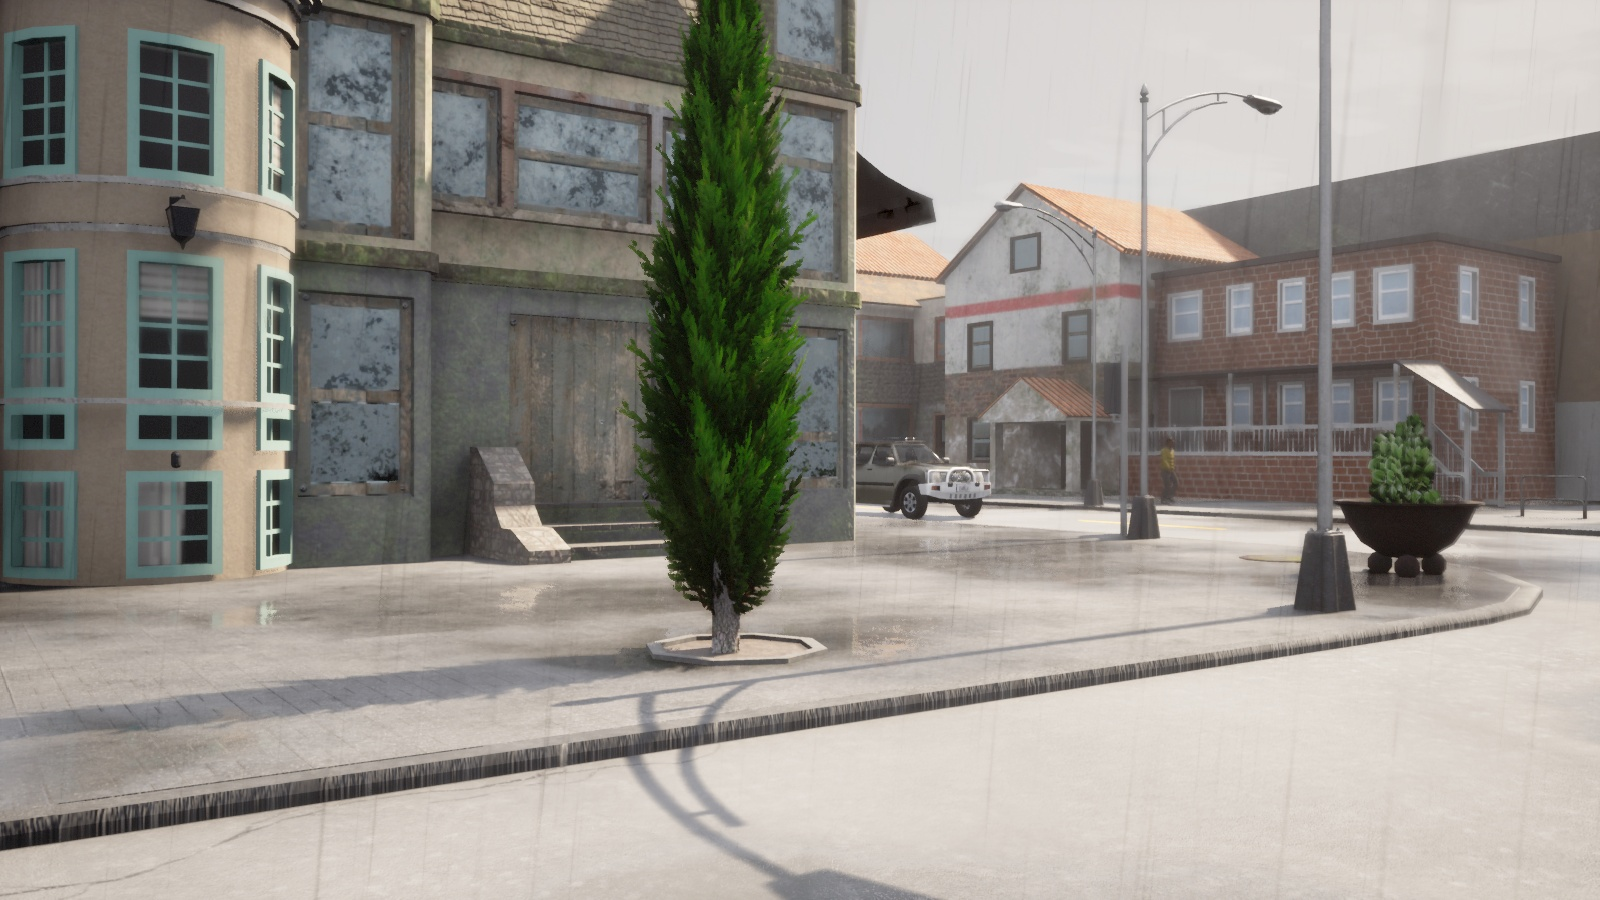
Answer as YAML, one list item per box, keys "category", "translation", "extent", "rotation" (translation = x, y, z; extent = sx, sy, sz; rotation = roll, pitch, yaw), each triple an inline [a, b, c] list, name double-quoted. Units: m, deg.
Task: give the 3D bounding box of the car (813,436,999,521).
- category: "car"
  translation: [2.406, 0.629, 29.817]
  extent: [1.932, 1.855, 4.605]
  rotation: [0, 0, -34]

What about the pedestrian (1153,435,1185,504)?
- category: "pedestrian"
  translation: [9.868, 0.516, 33.591]
  extent: [0.431, 1.840, 0.709]
  rotation: [0, 0, -37]

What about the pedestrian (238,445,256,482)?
- category: "pedestrian"
  translation: [-27.858, 0.667, 63.288]
  extent: [0.634, 1.844, 0.899]
  rotation: [0, 0, -37]
